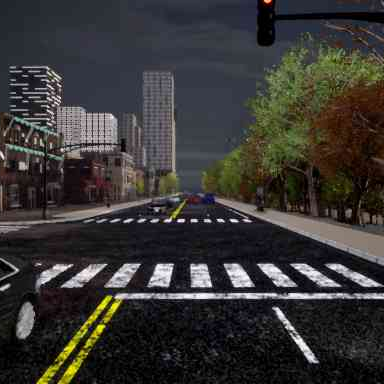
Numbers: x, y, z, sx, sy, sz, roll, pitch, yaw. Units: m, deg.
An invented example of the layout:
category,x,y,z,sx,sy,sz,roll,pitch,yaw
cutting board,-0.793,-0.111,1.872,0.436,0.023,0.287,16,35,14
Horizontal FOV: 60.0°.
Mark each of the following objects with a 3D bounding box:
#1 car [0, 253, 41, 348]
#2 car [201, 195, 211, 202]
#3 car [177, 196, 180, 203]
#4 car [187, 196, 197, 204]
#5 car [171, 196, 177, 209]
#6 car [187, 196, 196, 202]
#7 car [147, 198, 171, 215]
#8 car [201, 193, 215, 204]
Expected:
category,x,y,z,sx,sy,sz,roll,pitch,yaw
car,-3.358,1.504,3.528,1.837,1.490,4.892,0,0,0
car,3.092,1.448,74.383,1.882,1.535,5.008,0,0,0
car,-3.411,1.500,65.988,1.812,1.442,4.674,0,0,0
car,-0.025,1.540,64.189,1.994,1.385,4.181,0,0,-1
car,-3.445,1.585,45.676,1.895,1.301,4.718,0,0,0
car,-0.152,1.523,74.141,1.994,1.385,4.181,0,0,0
car,-3.474,1.481,34.041,2.128,1.511,4.902,0,0,-3
car,3.217,1.197,63.808,2.150,2.045,5.566,0,0,0
